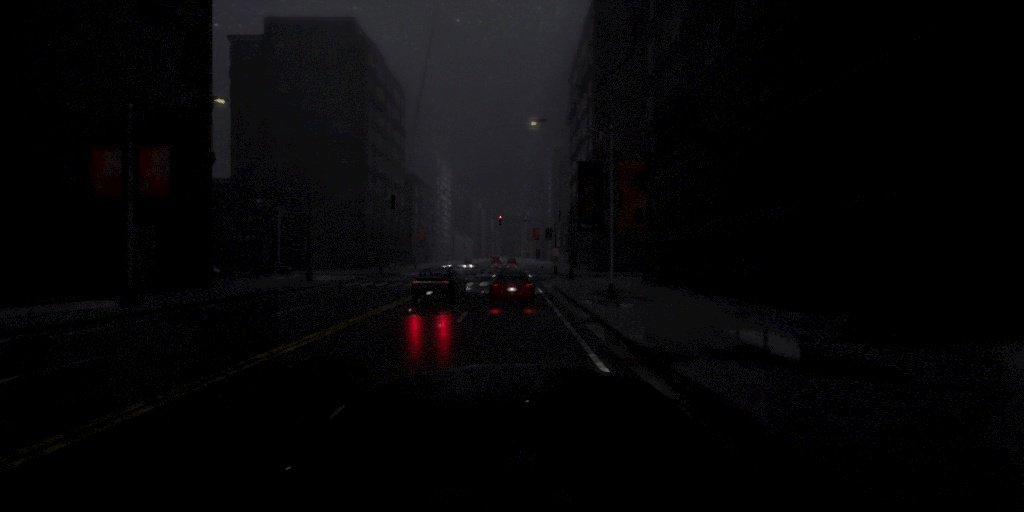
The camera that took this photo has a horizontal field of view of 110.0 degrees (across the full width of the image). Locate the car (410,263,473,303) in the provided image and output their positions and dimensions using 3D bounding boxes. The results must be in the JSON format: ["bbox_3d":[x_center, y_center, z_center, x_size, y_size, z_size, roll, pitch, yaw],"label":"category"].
[{"bbox_3d":[-3.250,1.245,16.500,2.128,1.511,4.902,0,0,0],"label":"car"}]

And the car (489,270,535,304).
[{"bbox_3d":[0.000,1.322,16.499,1.994,1.385,4.181,0,0,0],"label":"car"}]

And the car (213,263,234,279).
[{"bbox_3d":[-25.416,1.169,29.585,4.097,1.591,1.967,0,0,0],"label":"car"}]

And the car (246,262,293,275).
[{"bbox_3d":[-25.375,1.326,37.609,4.313,1.339,1.948,0,0,0],"label":"car"}]
